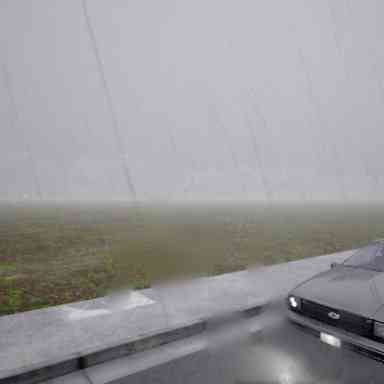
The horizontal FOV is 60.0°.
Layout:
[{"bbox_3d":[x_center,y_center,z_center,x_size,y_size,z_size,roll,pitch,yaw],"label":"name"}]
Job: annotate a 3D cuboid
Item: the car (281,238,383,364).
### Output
[{"bbox_3d":[3.981,1.546,5.898,5.357,1.411,2.033,0,0,-35],"label":"car"}]
